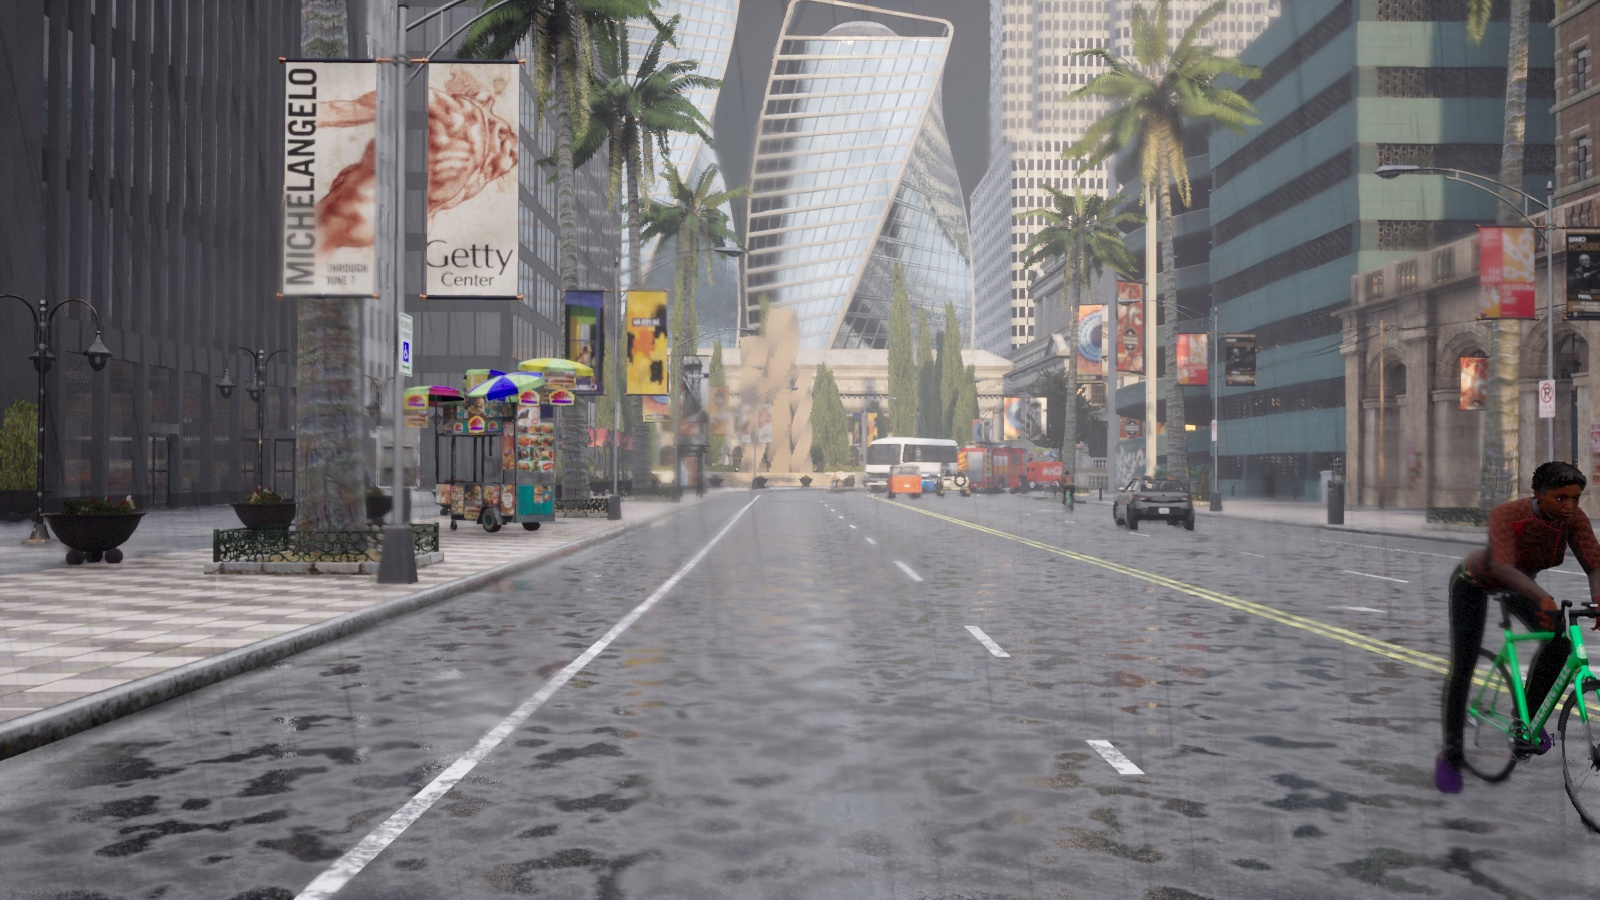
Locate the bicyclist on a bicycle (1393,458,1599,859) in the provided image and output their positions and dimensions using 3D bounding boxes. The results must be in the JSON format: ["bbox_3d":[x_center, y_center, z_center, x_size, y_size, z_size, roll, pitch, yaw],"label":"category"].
[{"bbox_3d":[3.486,0.853,5.915,0.582,1.620,1.656,0,-1,0],"label":"bicyclist on a bicycle"}]

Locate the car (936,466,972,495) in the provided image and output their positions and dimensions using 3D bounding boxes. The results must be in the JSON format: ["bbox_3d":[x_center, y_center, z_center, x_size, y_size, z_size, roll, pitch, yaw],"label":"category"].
[{"bbox_3d":[9.843,1.944,80.748,1.932,1.855,4.605,0,-1,3],"label":"car"}]

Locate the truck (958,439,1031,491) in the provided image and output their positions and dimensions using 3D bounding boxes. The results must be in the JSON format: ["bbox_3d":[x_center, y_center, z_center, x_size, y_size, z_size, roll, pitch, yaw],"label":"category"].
[{"bbox_3d":[15.109,1.212,96.871,2.891,3.827,8.468,-1,-1,29],"label":"truck"}]

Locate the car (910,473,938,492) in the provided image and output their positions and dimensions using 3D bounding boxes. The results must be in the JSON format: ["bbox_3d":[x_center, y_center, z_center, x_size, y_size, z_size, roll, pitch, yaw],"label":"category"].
[{"bbox_3d":[9.192,2.388,92.880,1.481,1.376,2.207,-1,-1,22],"label":"car"}]

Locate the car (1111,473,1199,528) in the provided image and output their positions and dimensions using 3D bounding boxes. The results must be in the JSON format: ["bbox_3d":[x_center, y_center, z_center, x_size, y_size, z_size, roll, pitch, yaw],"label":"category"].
[{"bbox_3d":[10.065,1.389,35.884,1.816,1.474,4.193,0,-1,7],"label":"car"}]

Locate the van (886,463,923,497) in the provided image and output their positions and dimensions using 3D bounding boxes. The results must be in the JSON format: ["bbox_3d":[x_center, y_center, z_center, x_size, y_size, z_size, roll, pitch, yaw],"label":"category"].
[{"bbox_3d":[6.242,1.807,75.515,1.775,1.987,4.442,0,-1,0],"label":"van"}]
